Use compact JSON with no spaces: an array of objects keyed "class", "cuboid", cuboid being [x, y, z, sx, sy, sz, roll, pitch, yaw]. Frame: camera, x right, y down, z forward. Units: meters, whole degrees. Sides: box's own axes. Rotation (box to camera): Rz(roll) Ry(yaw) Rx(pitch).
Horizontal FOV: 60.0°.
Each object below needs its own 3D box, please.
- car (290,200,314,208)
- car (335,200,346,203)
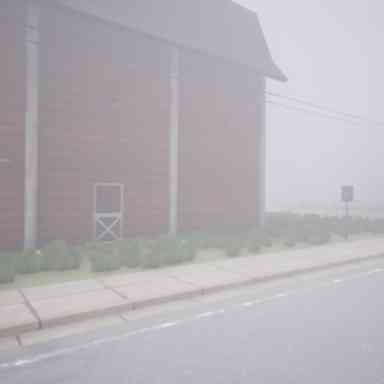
[{"class":"car","cuboid":[16.230,1.962,49.185,4.193,1.474,1.816,1,0,-36]},{"class":"car","cuboid":[25.906,2.118,57.746,3.905,1.438,1.784,1,0,-36]}]
